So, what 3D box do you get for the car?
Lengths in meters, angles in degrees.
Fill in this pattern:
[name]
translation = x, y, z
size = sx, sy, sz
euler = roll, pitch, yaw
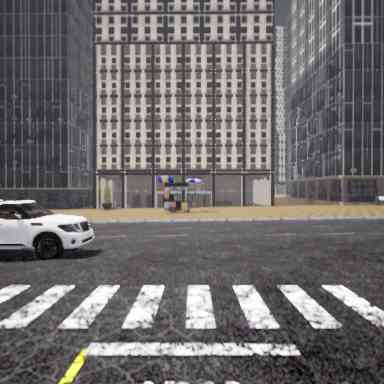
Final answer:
[car]
translation = -6.543, 1.269, 12.114
size = 5.566, 2.045, 2.150
euler = -1, 1, 1
